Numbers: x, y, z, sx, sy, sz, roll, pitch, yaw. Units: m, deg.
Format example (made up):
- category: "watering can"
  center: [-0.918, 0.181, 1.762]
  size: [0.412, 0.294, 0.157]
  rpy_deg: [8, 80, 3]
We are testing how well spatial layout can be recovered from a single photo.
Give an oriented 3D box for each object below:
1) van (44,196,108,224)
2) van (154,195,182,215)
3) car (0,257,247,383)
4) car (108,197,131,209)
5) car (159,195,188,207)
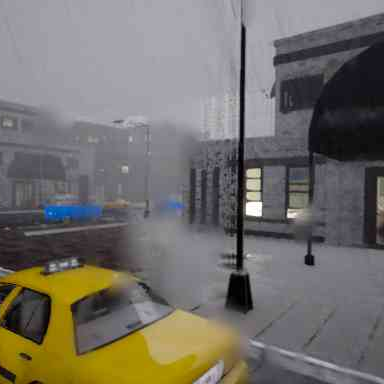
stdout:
- category: "van"
  center: [-8.193, 1.180, 23.247]
  size: [1.690, 1.788, 3.998]
  rpy_deg: [1, 0, 35]
- category: "van"
  center: [-1.911, 1.207, 32.330]
  size: [1.690, 1.788, 3.998]
  rpy_deg: [1, 0, 35]
- category: "car"
  center: [-1.748, 1.483, 4.084]
  size: [4.829, 1.417, 1.752]
  rpy_deg: [1, 1, 35]
- category: "car"
  center: [-8.892, 1.236, 36.972]
  size: [1.752, 1.417, 4.829]
  rpy_deg: [1, 0, 35]
- category: "car"
  center: [-2.511, 1.182, 46.195]
  size: [1.967, 1.590, 4.097]
  rpy_deg: [1, 0, 35]
